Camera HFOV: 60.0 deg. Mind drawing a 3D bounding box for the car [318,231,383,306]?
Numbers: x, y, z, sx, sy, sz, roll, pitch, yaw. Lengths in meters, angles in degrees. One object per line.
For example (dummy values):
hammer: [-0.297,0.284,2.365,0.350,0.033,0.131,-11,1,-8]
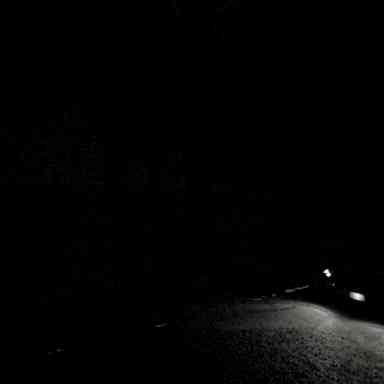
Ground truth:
car: [5.244,1.570,7.749,5.357,1.411,2.033,0,0,-36]
